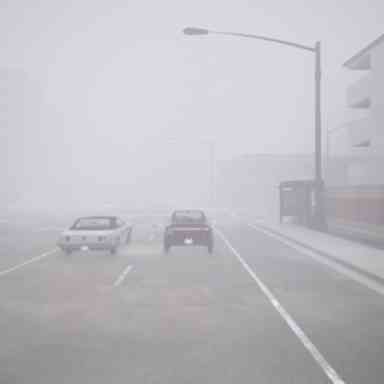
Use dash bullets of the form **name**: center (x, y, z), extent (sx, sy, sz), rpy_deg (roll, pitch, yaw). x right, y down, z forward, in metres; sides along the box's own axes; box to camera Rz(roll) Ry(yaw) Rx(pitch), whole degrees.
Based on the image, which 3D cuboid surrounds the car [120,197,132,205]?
- **car**: center (-14.284, 1.898, 72.505), extent (2.097, 1.767, 4.553), rpy_deg (0, -1, -4)

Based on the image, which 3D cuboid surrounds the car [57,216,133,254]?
- **car**: center (-3.639, 1.607, 13.429), extent (1.895, 1.301, 4.718), rpy_deg (0, 0, -1)

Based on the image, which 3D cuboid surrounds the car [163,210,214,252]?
- **car**: center (-0.147, 1.490, 13.803), extent (2.128, 1.511, 4.902), rpy_deg (0, 0, -1)

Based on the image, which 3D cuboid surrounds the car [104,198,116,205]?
- **car**: center (-17.772, 2.074, 72.219), extent (2.128, 1.511, 4.902), rpy_deg (0, -1, -4)
